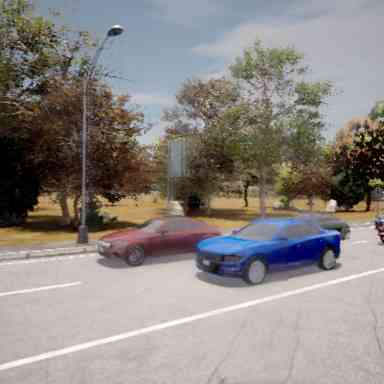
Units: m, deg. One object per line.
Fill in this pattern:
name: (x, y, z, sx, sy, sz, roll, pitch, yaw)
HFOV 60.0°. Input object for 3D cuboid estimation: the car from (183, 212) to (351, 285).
car: (2.419, 1.565, 9.931, 5.008, 1.535, 1.882, 1, -1, -35)

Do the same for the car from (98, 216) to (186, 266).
car: (-0.951, 1.595, 11.844, 4.674, 1.442, 1.812, 1, 0, -35)

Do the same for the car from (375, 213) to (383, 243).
car: (10.852, 1.806, 15.903, 4.718, 1.301, 1.895, 1, 0, -35)

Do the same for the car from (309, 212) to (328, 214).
car: (6.180, 1.733, 16.871, 4.181, 1.385, 1.994, 1, 0, -35)
